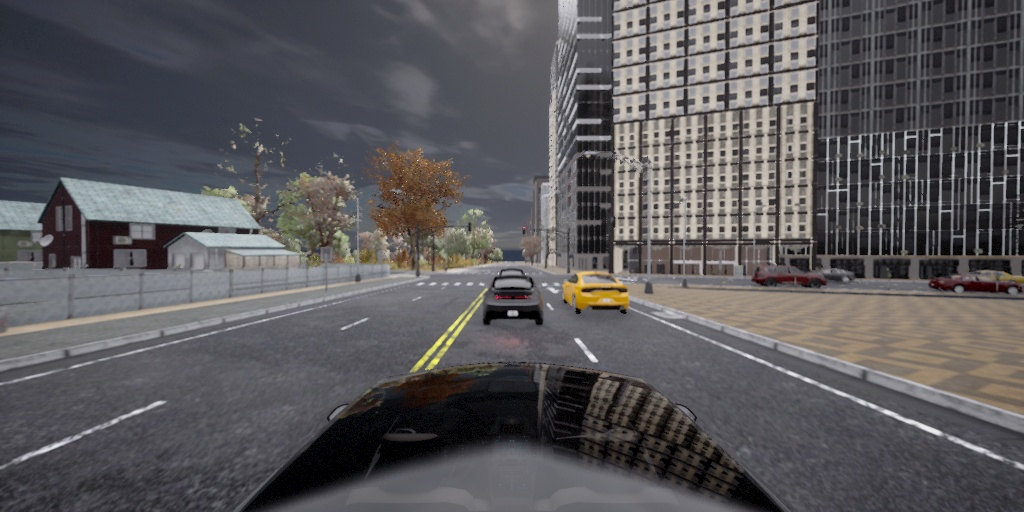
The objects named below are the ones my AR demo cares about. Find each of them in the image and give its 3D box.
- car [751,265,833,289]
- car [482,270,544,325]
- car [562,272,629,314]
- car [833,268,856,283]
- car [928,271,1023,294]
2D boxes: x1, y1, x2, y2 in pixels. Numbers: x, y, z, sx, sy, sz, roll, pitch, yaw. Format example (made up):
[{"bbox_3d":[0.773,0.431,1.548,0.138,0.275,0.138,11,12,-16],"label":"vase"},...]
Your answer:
[{"bbox_3d":[23.005,1.736,30.040,5.009,1.841,2.192,0,0,20],"label":"car"},{"bbox_3d":[0.041,1.380,12.386,1.837,1.490,4.892,0,-1,0],"label":"car"},{"bbox_3d":[3.252,1.382,14.766,1.882,1.535,5.008,0,0,0],"label":"car"},{"bbox_3d":[31.037,1.877,35.492,4.403,1.370,2.007,0,0,20],"label":"car"},{"bbox_3d":[33.653,2.011,26.144,4.507,1.381,1.888,0,0,20],"label":"car"}]
